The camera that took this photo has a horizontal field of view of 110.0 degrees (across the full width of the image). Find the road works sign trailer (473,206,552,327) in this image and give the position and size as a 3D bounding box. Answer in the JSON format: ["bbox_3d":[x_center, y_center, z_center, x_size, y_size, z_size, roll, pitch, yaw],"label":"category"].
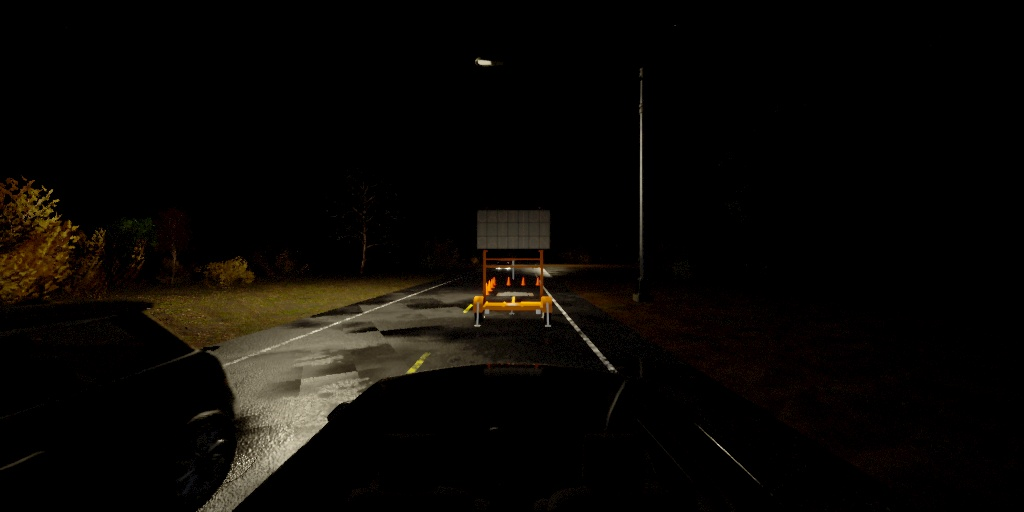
[{"bbox_3d":[0.042,0.214,11.548,2.380,3.560,2.880,0,0,1],"label":"road works sign trailer"}]

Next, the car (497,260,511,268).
[{"bbox_3d":[-1.339,1.090,61.830,2.097,1.767,4.553,0,0,4],"label":"car"}]

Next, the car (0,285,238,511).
[{"bbox_3d":[-3.468,1.102,1.221,2.097,1.767,4.553,0,0,0],"label":"car"}]
